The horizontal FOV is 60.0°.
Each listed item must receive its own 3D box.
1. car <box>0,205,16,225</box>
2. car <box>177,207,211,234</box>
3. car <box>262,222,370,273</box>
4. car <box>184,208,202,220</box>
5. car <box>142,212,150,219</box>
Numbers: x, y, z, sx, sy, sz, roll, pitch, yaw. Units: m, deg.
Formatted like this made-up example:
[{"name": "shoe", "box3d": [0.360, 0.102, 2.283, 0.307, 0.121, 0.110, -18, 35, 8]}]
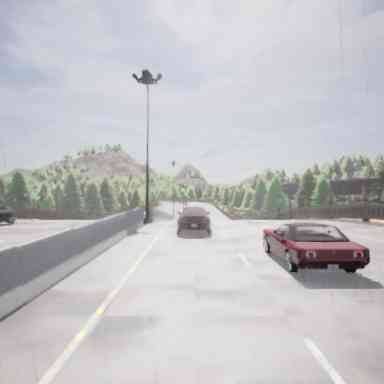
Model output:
[{"name": "car", "box3d": [-14.095, 1.616, 23.015, 1.837, 1.490, 4.892, 0, -1, 0]}, {"name": "car", "box3d": [0.113, 1.572, 19.278, 1.812, 1.442, 4.674, 0, -1, 0]}, {"name": "car", "box3d": [3.601, 1.619, 10.678, 1.895, 1.301, 4.718, 0, 0, 0]}, {"name": "car", "box3d": [0.102, 2.534, 38.239, 1.895, 1.301, 4.718, 0, -5, 0]}, {"name": "car", "box3d": [-7.053, 3.792, 51.754, 2.128, 1.511, 4.902, 0, -6, 0]}]
